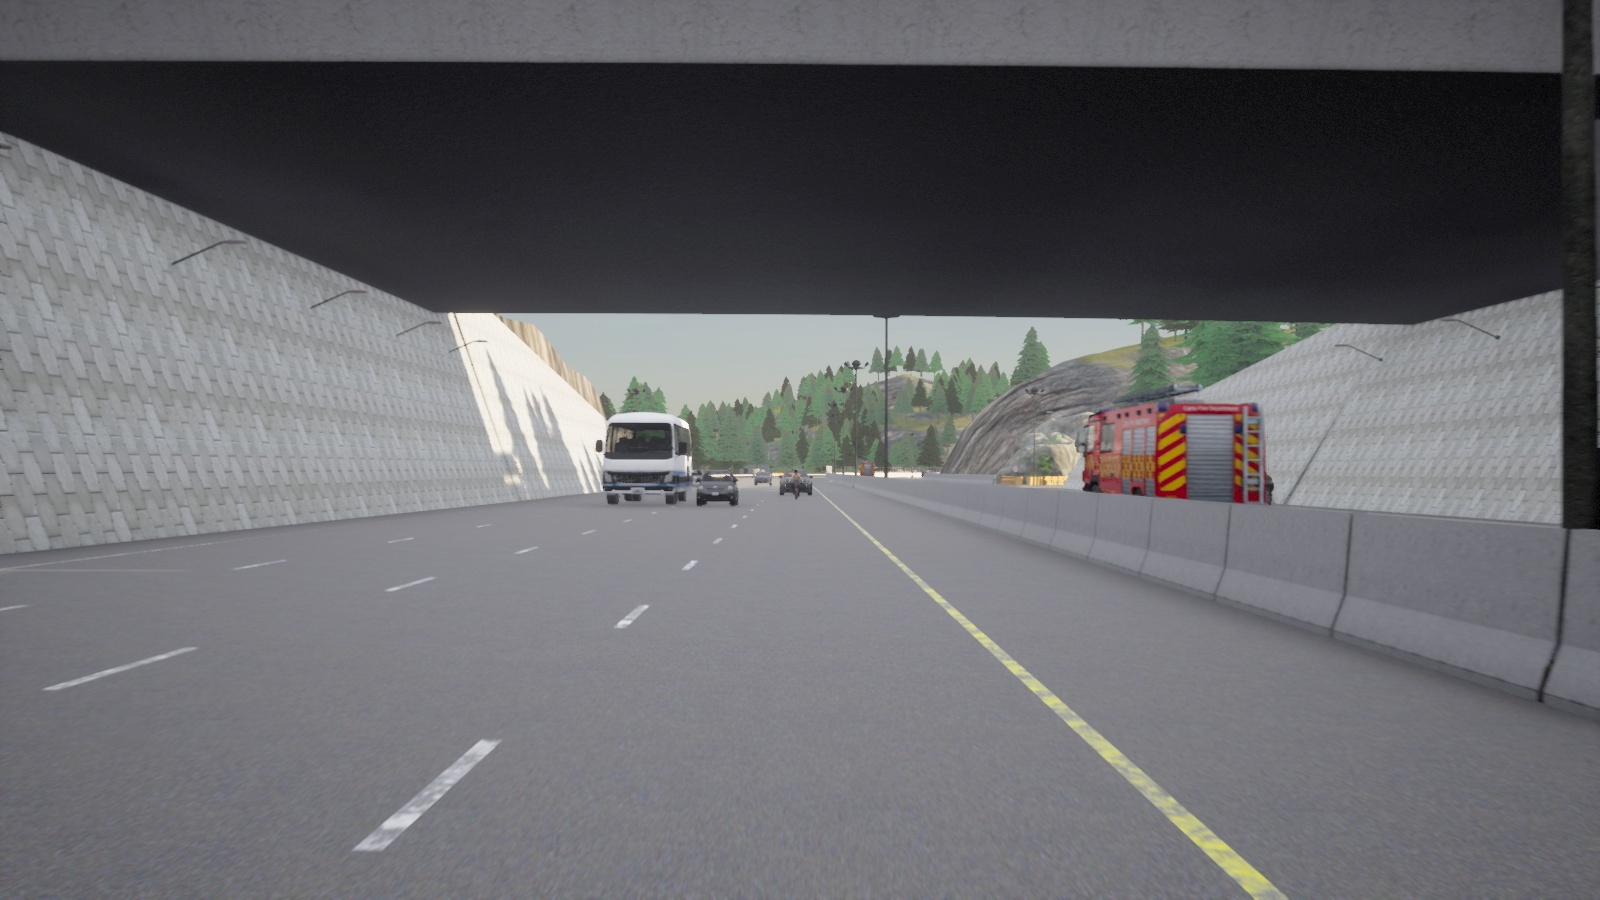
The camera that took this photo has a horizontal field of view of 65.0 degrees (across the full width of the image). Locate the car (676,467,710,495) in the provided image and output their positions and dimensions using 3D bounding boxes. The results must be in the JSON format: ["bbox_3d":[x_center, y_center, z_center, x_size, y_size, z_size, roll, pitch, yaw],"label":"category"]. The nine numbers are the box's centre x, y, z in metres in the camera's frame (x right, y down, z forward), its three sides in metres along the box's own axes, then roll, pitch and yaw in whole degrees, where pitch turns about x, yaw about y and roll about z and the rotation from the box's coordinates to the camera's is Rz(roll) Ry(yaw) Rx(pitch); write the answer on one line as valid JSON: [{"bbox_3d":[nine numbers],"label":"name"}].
[{"bbox_3d":[-7.259,2.091,85.468,1.932,1.855,4.605,0,-1,0],"label":"car"}]

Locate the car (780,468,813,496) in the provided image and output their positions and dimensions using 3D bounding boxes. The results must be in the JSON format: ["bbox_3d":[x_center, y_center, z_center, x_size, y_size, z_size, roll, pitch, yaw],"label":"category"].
[{"bbox_3d":[-0.243,2.033,81.184,2.097,1.767,4.553,0,-1,0],"label":"car"}]

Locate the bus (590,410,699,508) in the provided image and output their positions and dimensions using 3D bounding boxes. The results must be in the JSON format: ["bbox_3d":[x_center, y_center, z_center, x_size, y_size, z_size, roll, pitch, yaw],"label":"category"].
[{"bbox_3d":[-7.172,0.466,59.723,3.944,4.253,10.273,0,-1,0],"label":"bus"}]

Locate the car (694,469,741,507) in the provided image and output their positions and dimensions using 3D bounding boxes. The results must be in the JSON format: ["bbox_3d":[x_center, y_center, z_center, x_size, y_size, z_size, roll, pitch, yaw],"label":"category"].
[{"bbox_3d":[-3.654,1.664,55.980,1.851,1.617,3.988,0,-1,0],"label":"car"}]

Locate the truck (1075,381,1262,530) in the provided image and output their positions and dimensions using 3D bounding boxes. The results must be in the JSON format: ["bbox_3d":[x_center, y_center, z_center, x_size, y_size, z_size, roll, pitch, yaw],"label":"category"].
[{"bbox_3d":[10.407,0.220,36.552,2.891,3.827,8.468,0,-1,0],"label":"truck"}]
